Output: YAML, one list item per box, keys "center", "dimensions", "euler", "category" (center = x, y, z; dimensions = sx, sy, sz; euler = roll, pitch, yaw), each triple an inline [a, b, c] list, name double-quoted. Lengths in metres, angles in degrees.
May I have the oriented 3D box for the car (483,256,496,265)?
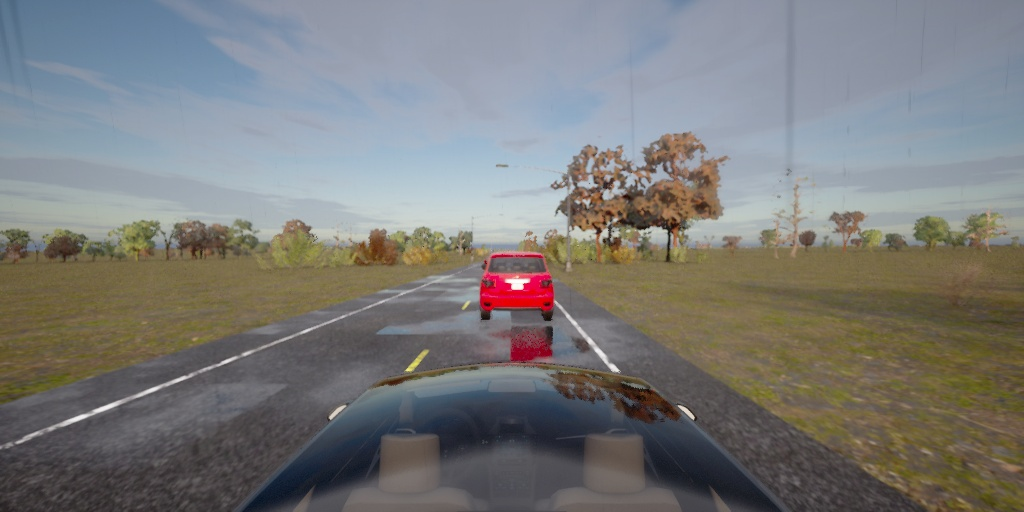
- center: [-3.547, 0.698, 57.284]
  dimensions: [1.895, 1.301, 4.718]
  euler: [0, 1, 0]
  category: "car"

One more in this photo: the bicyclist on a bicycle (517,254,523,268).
- center: [1.007, 0.599, 46.049]
  dimensions: [0.659, 1.776, 1.843]
  euler: [0, 1, 0]
  category: "bicyclist on a bicycle"

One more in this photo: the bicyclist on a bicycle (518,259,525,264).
- center: [1.007, 0.705, 37.047]
  dimensions: [0.659, 1.776, 1.843]
  euler: [0, 1, 0]
  category: "bicyclist on a bicycle"

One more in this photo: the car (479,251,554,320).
- center: [0.116, 0.850, 12.222]
  dimensions: [2.150, 2.045, 5.566]
  euler: [0, 1, -1]
  category: "car"
